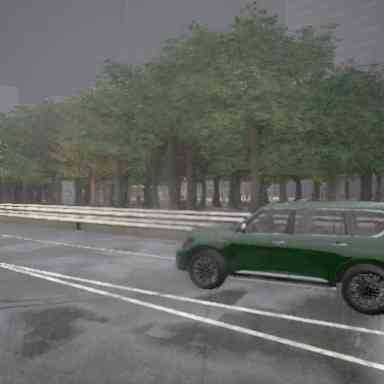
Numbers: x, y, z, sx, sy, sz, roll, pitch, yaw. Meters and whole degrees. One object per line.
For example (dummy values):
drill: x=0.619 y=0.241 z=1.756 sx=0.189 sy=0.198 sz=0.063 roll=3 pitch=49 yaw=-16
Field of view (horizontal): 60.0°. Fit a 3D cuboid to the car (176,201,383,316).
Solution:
car: x=2.352 y=1.233 z=7.695 sx=5.566 sy=2.045 sz=2.150 roll=0 pitch=0 yaw=28
